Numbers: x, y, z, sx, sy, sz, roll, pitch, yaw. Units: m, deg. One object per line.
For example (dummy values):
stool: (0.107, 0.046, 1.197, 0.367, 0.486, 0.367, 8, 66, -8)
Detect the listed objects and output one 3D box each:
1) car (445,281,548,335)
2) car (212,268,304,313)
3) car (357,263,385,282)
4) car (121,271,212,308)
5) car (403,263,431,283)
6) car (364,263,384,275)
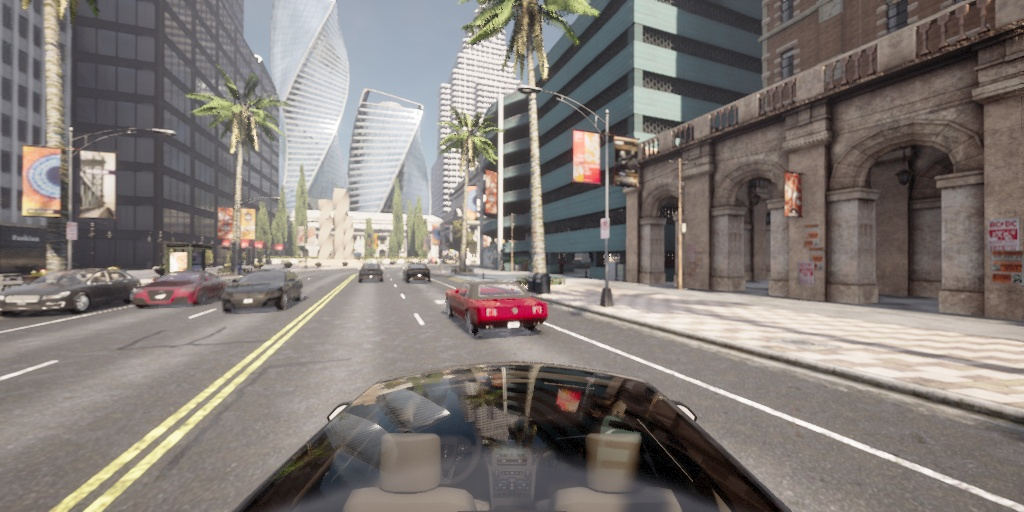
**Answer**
car: (-0.748, 1.395, 10.863, 1.895, 1.301, 4.718, 0, 0, -21)
car: (-9.840, 1.266, 14.507, 1.882, 1.535, 5.008, 0, 0, -21)
car: (-11.837, 1.366, 30.156, 1.837, 1.490, 4.892, 0, 0, -21)
car: (-13.894, 1.346, 15.324, 1.994, 1.385, 4.181, 0, 0, -21)
car: (-8.015, 1.348, 29.952, 1.882, 1.535, 5.008, 0, 0, -21)
car: (-16.181, 1.512, 42.330, 1.895, 1.301, 4.718, 0, 0, -17)
